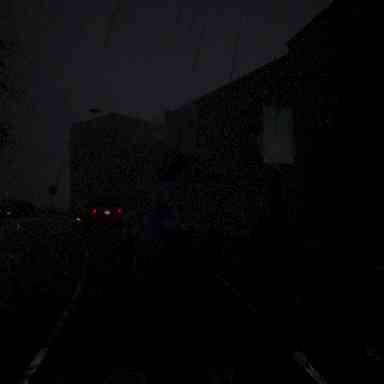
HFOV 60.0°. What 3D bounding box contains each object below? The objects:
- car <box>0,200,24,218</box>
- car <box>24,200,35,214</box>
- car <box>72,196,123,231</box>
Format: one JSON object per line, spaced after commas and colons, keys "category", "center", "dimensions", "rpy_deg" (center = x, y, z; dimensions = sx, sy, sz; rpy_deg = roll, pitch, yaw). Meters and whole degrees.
{"category": "car", "center": [-16.720, 1.515, 29.060], "dimensions": [4.674, 1.442, 1.812], "rpy_deg": [-1, -1, 43]}
{"category": "car", "center": [-18.347, 1.533, 34.682], "dimensions": [5.008, 1.535, 1.882], "rpy_deg": [-1, -1, 38]}
{"category": "car", "center": [-6.043, 1.230, 20.999], "dimensions": [2.150, 2.045, 5.566], "rpy_deg": [0, 0, -29]}
